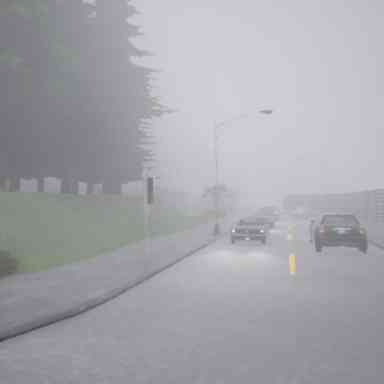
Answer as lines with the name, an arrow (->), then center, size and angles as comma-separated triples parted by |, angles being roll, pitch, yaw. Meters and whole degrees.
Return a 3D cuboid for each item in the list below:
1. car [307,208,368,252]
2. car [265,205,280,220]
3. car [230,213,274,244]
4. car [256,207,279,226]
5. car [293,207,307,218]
car -> 6.948, 1.766, 16.161 | 2.097, 1.767, 4.553 | -1, -2, 16
car -> 9.026, 2.395, 38.472 | 2.097, 1.767, 4.553 | -1, -2, 16
car -> 3.433, 2.132, 19.072 | 1.895, 1.301, 4.718 | -1, -2, 16
car -> 6.233, 2.312, 28.746 | 1.812, 1.442, 4.674 | -1, -2, 16
car -> 14.397, 2.666, 43.509 | 1.812, 1.442, 4.674 | -1, -1, 10
